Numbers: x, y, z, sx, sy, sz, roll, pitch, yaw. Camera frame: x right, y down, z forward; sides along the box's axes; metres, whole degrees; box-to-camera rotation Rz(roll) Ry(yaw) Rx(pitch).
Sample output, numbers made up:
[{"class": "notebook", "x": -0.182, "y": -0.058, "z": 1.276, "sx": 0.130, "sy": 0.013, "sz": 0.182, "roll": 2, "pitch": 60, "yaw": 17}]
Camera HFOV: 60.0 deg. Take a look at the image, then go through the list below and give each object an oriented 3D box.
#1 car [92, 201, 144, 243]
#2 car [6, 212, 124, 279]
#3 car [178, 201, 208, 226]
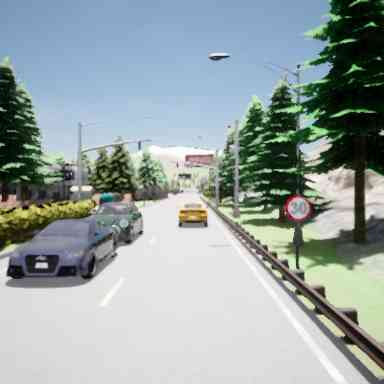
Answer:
[{"class": "car", "x": -3.553, "y": 1.270, "z": 15.452, "sx": 2.097, "sy": 1.767, "sz": 4.553, "roll": 0, "pitch": 0, "yaw": 1}, {"class": "car", "x": -3.501, "y": 1.512, "z": 9.741, "sx": 1.994, "sy": 1.385, "sz": 4.181, "roll": 0, "pitch": 0, "yaw": 0}, {"class": "car", "x": 0.081, "y": 1.359, "z": 22.257, "sx": 1.882, "sy": 1.535, "sz": 5.008, "roll": 0, "pitch": 0, "yaw": 0}]
